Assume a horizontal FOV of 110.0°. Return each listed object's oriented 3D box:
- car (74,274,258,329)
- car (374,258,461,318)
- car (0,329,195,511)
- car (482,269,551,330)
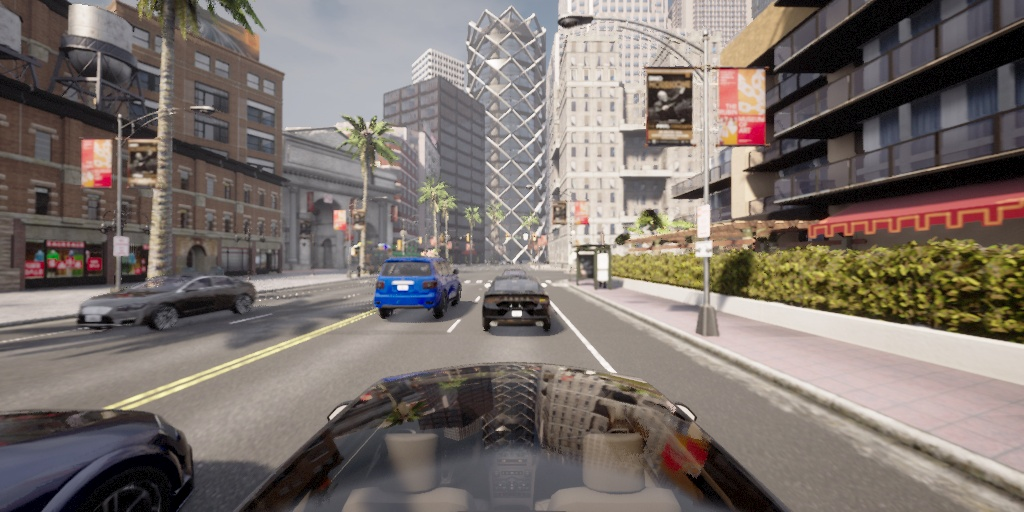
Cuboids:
[{"bbox_3d":[-10.542,1.337,11.501,2.128,1.511,4.902,0,-1,1],"label":"car"},{"bbox_3d":[-3.377,1.089,13.785,2.150,2.045,5.566,0,0,0],"label":"car"},{"bbox_3d":[-3.349,1.307,0.915,1.994,1.385,4.181,0,0,0],"label":"car"},{"bbox_3d":[0.124,1.322,11.499,1.882,1.535,5.008,0,-1,0],"label":"car"}]
